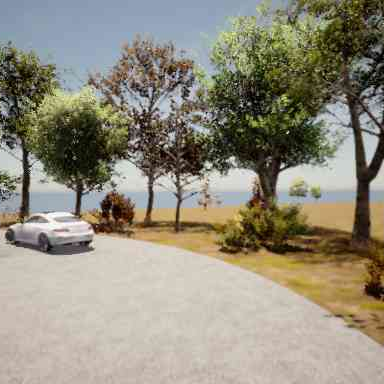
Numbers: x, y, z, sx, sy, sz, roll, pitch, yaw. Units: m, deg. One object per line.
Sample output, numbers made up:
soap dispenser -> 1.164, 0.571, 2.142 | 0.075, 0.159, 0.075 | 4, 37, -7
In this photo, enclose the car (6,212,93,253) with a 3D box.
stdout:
car -> -6.009, 1.568, 13.990 | 4.674, 1.442, 1.812 | 0, -1, 39
